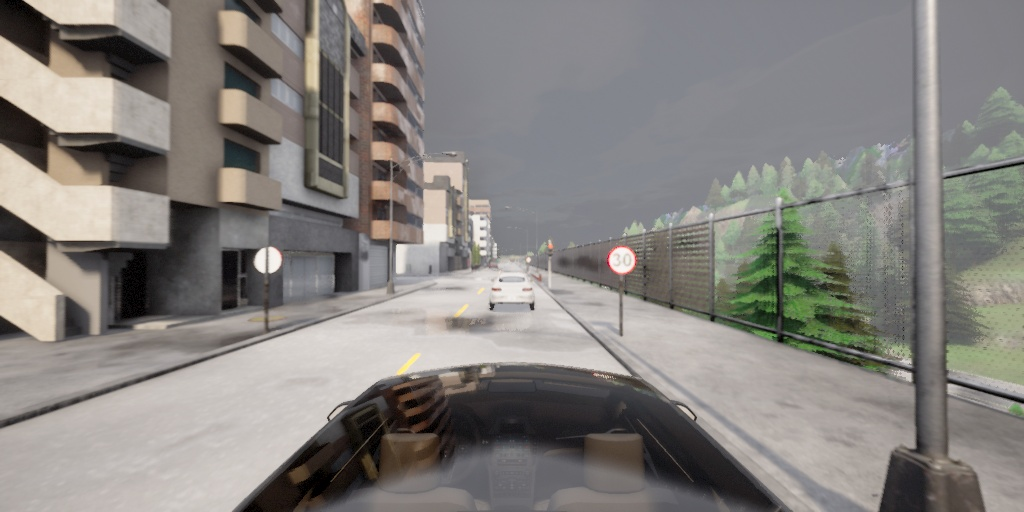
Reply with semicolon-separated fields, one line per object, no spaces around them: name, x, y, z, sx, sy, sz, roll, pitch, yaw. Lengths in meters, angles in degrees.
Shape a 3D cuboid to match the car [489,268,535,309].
car;0.014;1.430;15.724;1.812;1.442;4.674;0;0;0
